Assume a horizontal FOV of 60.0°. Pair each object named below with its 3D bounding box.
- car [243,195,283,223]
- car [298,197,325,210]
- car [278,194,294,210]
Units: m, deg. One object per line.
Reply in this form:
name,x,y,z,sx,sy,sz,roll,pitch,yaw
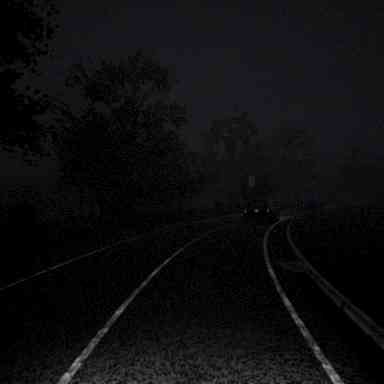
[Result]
car,5.335,1.351,25.286,2.097,1.767,4.553,-2,-1,22
car,14.404,1.345,40.096,1.882,1.535,5.008,-5,-2,39
car,10.579,1.316,40.957,2.150,2.045,5.566,-5,-2,39
